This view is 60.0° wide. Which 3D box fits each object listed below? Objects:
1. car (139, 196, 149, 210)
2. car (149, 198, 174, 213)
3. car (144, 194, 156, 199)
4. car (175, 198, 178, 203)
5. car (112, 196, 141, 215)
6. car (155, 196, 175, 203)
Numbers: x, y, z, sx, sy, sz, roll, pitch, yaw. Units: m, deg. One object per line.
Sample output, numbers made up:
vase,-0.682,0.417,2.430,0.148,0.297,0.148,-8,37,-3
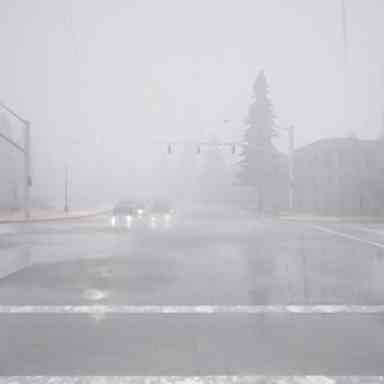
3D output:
car,-7.062,1.562,42.801,1.994,1.385,4.181,0,0,-3
car,-3.300,1.600,36.516,1.895,1.301,4.718,0,0,-1
car,-6.709,1.545,58.043,2.033,1.411,5.357,0,0,-23
car,-4.994,1.593,70.050,1.895,1.301,4.718,0,0,-35
car,-6.785,1.504,33.967,1.837,1.490,4.892,0,0,-1
car,-3.764,1.476,45.689,1.882,1.535,5.008,0,0,-6
